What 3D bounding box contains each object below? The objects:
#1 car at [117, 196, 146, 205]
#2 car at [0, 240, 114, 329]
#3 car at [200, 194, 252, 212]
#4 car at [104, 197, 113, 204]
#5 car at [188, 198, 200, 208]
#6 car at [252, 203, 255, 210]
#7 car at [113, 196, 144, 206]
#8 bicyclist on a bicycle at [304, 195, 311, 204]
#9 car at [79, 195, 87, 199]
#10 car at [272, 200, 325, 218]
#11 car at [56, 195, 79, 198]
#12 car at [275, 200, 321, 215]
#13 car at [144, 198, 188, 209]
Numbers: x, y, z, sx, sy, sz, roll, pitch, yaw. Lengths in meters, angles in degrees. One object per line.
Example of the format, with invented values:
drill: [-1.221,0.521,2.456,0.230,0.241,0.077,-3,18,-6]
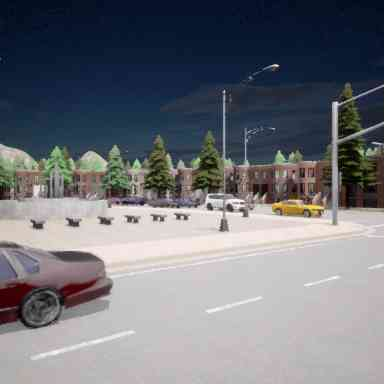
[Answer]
car: [-11.171,1.505,61.584,4.892,1.490,1.837,0,0,20]
car: [-4.051,1.547,5.400,5.357,1.411,2.033,0,0,-36]
car: [3.831,1.221,38.651,2.150,2.045,5.566,0,0,-39]
car: [-14.075,1.564,58.835,4.181,1.385,1.994,0,0,18]
car: [-1.248,1.547,48.412,5.357,1.411,2.033,0,0,37]
car: [5.689,1.526,41.745,1.812,1.442,4.674,0,0,-41]
car: [-9.820,1.601,53.491,4.718,1.301,1.895,0,0,24]
bicyclist on a bicycle: [16.182,1.303,46.625,1.656,1.620,0.582,0,0,-37]
car: [-22.551,1.352,63.996,4.553,1.767,2.097,0,0,7]
car: [9.758,1.478,30.785,1.882,1.535,5.008,0,0,-37]
car: [-23.812,1.505,60.701,4.892,1.490,1.837,0,0,5]
car: [11.075,1.564,34.859,1.994,1.385,4.181,0,0,-37]
car: [-3.665,1.547,45.873,5.357,1.411,2.033,0,0,36]
